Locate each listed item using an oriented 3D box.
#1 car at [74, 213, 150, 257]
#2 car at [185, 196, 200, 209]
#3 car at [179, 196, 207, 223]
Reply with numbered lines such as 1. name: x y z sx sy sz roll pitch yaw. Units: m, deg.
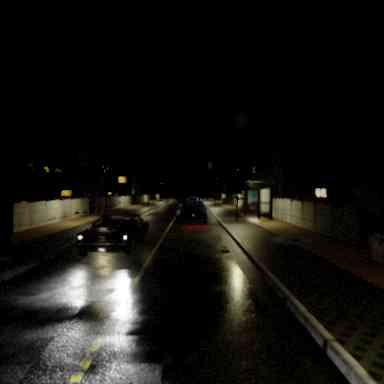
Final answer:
1. car: -2.838 1.513 12.727 1.895 1.301 4.718 0 0 0
2. car: 0.076 1.291 42.628 1.812 1.442 4.674 0 0 0
3. car: 0.083 1.324 23.999 1.882 1.535 5.008 0 1 0
